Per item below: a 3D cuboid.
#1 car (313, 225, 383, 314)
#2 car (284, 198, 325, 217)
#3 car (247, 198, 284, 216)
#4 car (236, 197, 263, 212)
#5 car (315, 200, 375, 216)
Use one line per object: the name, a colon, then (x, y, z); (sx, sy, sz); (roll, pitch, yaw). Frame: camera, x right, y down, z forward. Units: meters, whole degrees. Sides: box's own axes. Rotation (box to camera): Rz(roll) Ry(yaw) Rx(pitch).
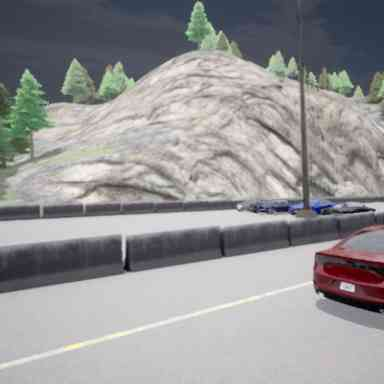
car: (4.655, 1.427, 7.071); (5.008, 1.535, 1.882); (-1, 1, -35)
car: (10.507, 1.314, 28.652); (5.008, 1.535, 1.882); (0, 0, -35)
car: (7.718, 1.443, 30.964); (4.718, 1.301, 1.895); (0, 0, -35)
car: (6.713, 1.325, 34.541); (4.902, 1.511, 2.128); (0, 0, -35)
car: (11.824, 1.444, 25.297); (4.718, 1.301, 1.895); (0, 0, -35)
